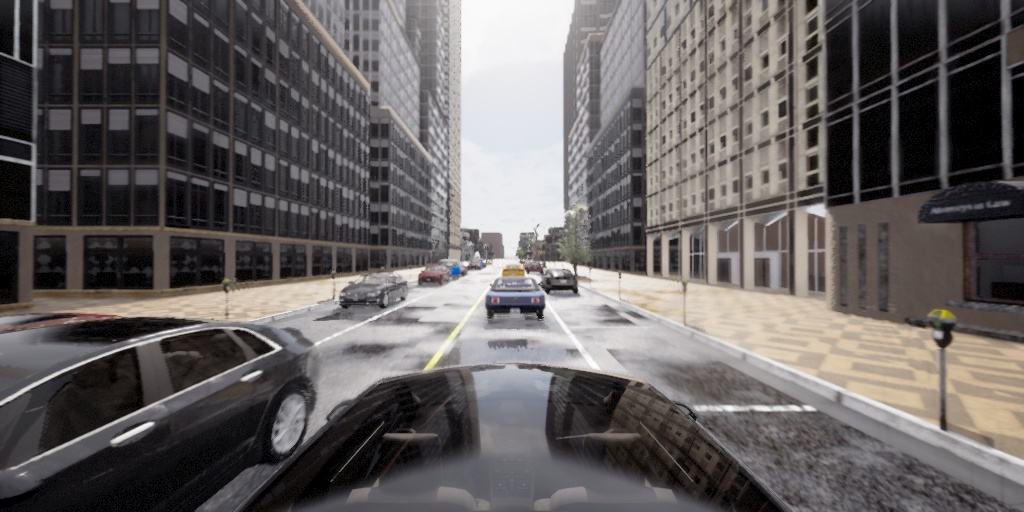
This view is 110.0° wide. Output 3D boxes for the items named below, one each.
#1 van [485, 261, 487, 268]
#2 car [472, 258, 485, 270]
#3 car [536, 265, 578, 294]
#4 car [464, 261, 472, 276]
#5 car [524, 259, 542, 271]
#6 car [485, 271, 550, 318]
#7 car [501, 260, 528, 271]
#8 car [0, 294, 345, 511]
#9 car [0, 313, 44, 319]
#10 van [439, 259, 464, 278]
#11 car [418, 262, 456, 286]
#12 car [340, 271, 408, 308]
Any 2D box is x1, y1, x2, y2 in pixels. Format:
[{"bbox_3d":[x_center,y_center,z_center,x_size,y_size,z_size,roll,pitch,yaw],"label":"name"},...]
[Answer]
[{"bbox_3d":[-5.665,1.273,60.744,1.690,1.789,3.998,0,0,0],"label":"van"},{"bbox_3d":[-5.668,1.356,55.051,1.967,1.591,4.097,0,0,0],"label":"car"},{"bbox_3d":[2.698,1.380,20.882,1.948,1.339,4.313,0,0,0],"label":"car"},{"bbox_3d":[-5.675,1.449,37.975,1.802,1.307,4.207,0,0,0],"label":"car"},{"bbox_3d":[2.708,1.324,43.649,1.967,1.591,4.097,0,0,0],"label":"car"},{"bbox_3d":[0.104,1.389,13.110,1.895,1.301,4.718,0,0,0],"label":"car"},{"bbox_3d":[0.112,1.323,30.907,1.882,1.535,5.008,0,0,0],"label":"car"},{"bbox_3d":[-3.099,1.256,2.163,1.837,1.490,4.892,0,0,0],"label":"car"},{"bbox_3d":[-5.689,1.339,3.820,1.802,1.307,4.207,0,0,0],"label":"car"},{"bbox_3d":[-5.678,1.191,32.283,1.690,1.789,3.998,0,0,0],"label":"van"},{"bbox_3d":[-5.680,1.377,26.590,1.888,1.381,4.507,0,0,0],"label":"car"},{"bbox_3d":[-5.685,1.346,15.206,2.007,1.370,4.403,0,0,0],"label":"car"}]
